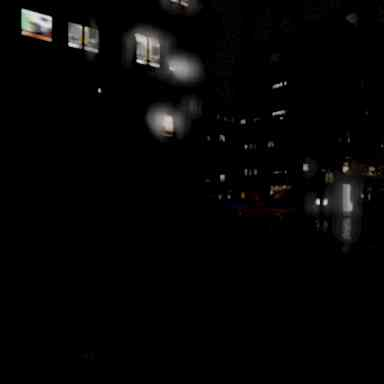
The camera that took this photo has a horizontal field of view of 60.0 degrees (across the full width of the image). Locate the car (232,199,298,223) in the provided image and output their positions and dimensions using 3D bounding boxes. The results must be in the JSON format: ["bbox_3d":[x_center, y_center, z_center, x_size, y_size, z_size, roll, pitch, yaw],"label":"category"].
[{"bbox_3d":[6.034,1.655,27.989,1.882,1.535,5.008,0,0,-37],"label":"car"}]

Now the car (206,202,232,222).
[{"bbox_3d":[2.167,1.817,28.925,1.802,1.307,4.206,-1,0,-36],"label":"car"}]

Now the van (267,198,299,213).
[{"bbox_3d":[8.905,1.519,33.842,1.690,1.788,3.998,-1,0,-36],"label":"van"}]

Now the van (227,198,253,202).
[{"bbox_3d":[5.590,1.593,38.358,1.690,1.788,3.998,-1,0,-36],"label":"van"}]
